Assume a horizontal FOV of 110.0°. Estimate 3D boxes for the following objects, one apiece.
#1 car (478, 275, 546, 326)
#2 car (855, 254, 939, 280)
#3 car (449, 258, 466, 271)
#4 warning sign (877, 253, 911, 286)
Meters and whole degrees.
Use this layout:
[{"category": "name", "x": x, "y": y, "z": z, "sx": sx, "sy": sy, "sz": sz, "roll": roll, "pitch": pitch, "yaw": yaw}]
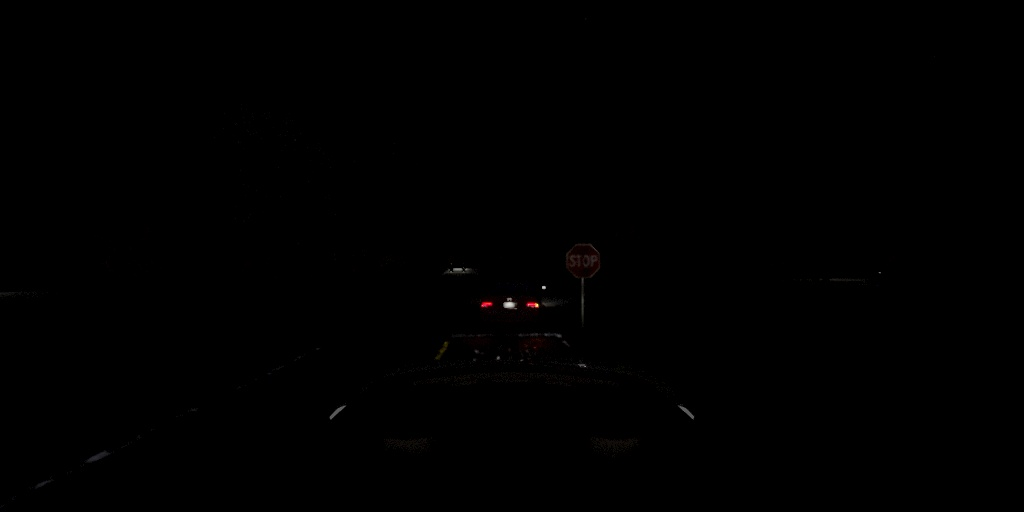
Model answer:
[{"category": "car", "x": 0.130, "y": 1.346, "z": 11.895, "sx": 2.033, "sy": 1.411, "sz": 5.357, "roll": 0, "pitch": 0, "yaw": 5}, {"category": "car", "x": 31.015, "y": 0.833, "z": 28.962, "sx": 5.566, "sy": 2.045, "sz": 2.150, "roll": 0, "pitch": 0, "yaw": -5}, {"category": "car", "x": -8.254, "y": 1.253, "z": 54.553, "sx": 2.150, "sy": 2.045, "sz": 5.566, "roll": 0, "pitch": 0, "yaw": -7}, {"category": "warning sign", "x": 22.384, "y": 0.779, "z": 21.001, "sx": 1.060, "sy": 1.860, "sz": 1.300, "roll": 0, "pitch": 0, "yaw": -5}]
